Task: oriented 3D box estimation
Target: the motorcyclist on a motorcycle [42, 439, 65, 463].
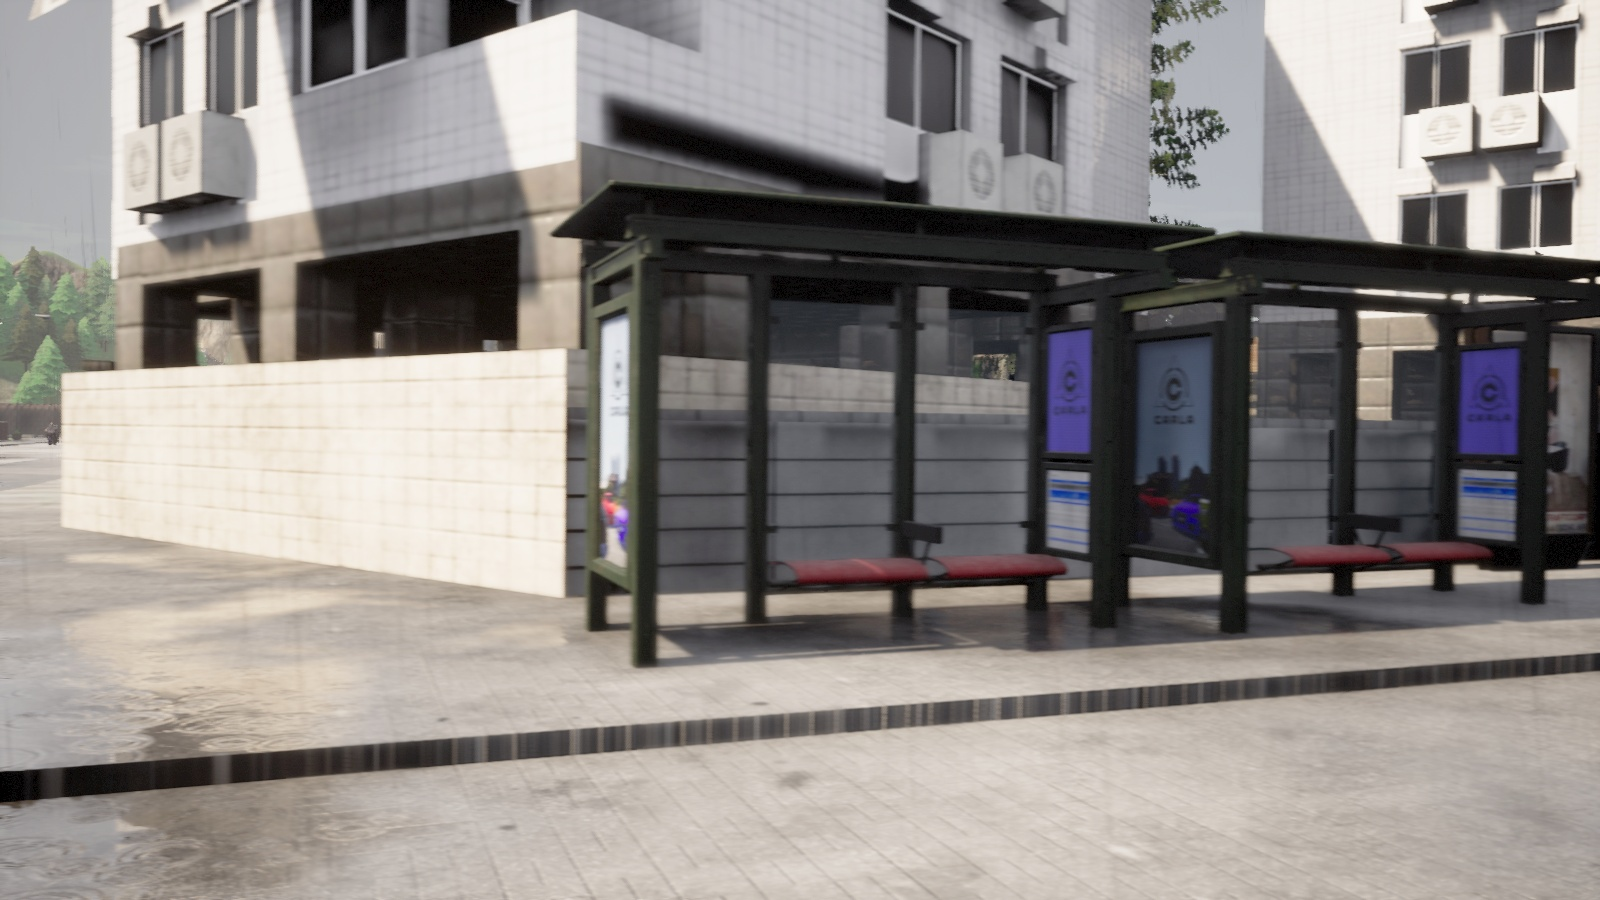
[{"bbox_3d":[-47.554,0.047,80.030,0.866,1.530,2.191,-1,1,-21],"label":"motorcyclist on a motorcycle"}]
